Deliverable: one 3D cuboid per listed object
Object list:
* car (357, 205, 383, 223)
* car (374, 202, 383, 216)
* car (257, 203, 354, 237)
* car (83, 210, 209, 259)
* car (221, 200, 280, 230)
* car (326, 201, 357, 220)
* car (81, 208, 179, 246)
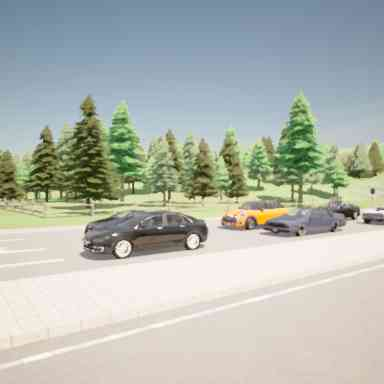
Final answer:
[{"bbox_3d":[14.166,1.591,23.820,4.718,1.301,1.895,0,0,-35],"label":"car"},{"bbox_3d":[19.557,1.587,31.839,4.718,1.301,1.895,0,0,-35],"label":"car"},{"bbox_3d":[6.338,1.541,18.290,5.357,1.411,2.033,0,0,-35],"label":"car"},{"bbox_3d":[-1.605,1.502,12.656,4.892,1.490,1.837,0,0,-35],"label":"car"},{"bbox_3d":[3.989,1.346,20.909,4.553,1.767,2.097,0,0,-35],"label":"car"},{"bbox_3d":[11.242,1.482,26.030,4.902,1.511,2.128,0,0,-35],"label":"car"},{"bbox_3d":[-2.946,1.561,15.982,4.181,1.385,1.994,0,0,-34],"label":"car"}]
